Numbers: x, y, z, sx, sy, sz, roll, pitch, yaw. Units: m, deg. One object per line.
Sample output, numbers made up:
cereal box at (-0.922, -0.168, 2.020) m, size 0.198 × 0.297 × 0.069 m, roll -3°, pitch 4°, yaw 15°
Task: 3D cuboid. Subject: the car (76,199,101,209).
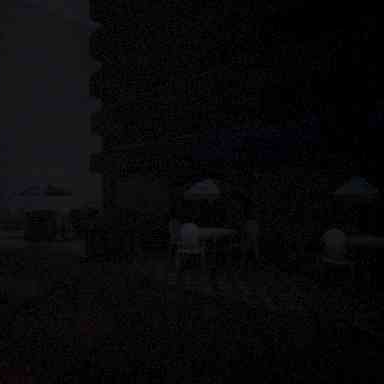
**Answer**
car at (-13.151, 1.593, 44.298) m, size 4.181 × 1.385 × 1.994 m, roll 0°, pitch 0°, yaw -44°
